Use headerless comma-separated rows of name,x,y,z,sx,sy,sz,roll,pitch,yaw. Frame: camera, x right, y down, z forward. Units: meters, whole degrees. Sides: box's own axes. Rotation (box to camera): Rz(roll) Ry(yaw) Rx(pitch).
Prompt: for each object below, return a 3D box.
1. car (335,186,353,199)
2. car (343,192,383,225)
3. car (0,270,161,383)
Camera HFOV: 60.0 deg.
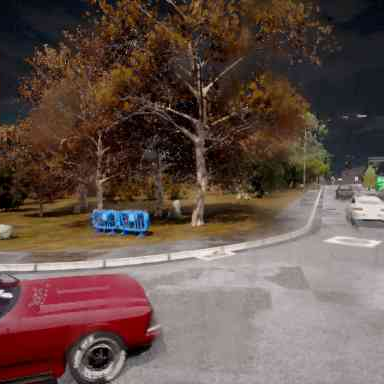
car,18.727,0.021,40.954,2.128,1.511,4.902,1,3,22
car,9.891,0.981,18.868,1.812,1.442,4.674,1,2,21
car,-2.821,1.599,4.111,4.718,1.301,1.895,0,1,-20
